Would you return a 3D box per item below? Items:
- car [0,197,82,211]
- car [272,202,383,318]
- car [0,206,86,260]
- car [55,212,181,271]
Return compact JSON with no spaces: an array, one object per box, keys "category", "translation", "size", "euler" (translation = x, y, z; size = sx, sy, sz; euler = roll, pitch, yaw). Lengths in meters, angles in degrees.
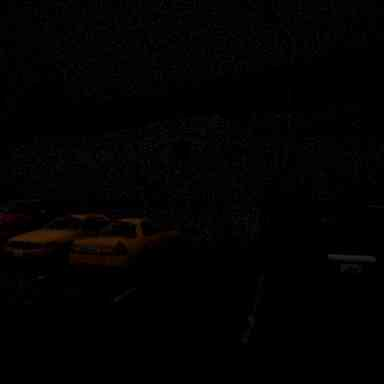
[{"category":"car","translation":[-6.771,1.263,14.286],"size":[2.435,2.045,5.566],"euler":[0,-1,15]},{"category":"car","translation":[3.002,1.236,7.375],"size":[2.435,2.045,5.566],"euler":[0,-1,16]},{"category":"car","translation":[-4.375,1.498,12.389],"size":[1.946,1.575,5.366],"euler":[0,-1,16]},{"category":"car","translation":[-1.840,1.496,11.007],"size":[1.946,1.575,5.366],"euler":[0,-1,16]}]
